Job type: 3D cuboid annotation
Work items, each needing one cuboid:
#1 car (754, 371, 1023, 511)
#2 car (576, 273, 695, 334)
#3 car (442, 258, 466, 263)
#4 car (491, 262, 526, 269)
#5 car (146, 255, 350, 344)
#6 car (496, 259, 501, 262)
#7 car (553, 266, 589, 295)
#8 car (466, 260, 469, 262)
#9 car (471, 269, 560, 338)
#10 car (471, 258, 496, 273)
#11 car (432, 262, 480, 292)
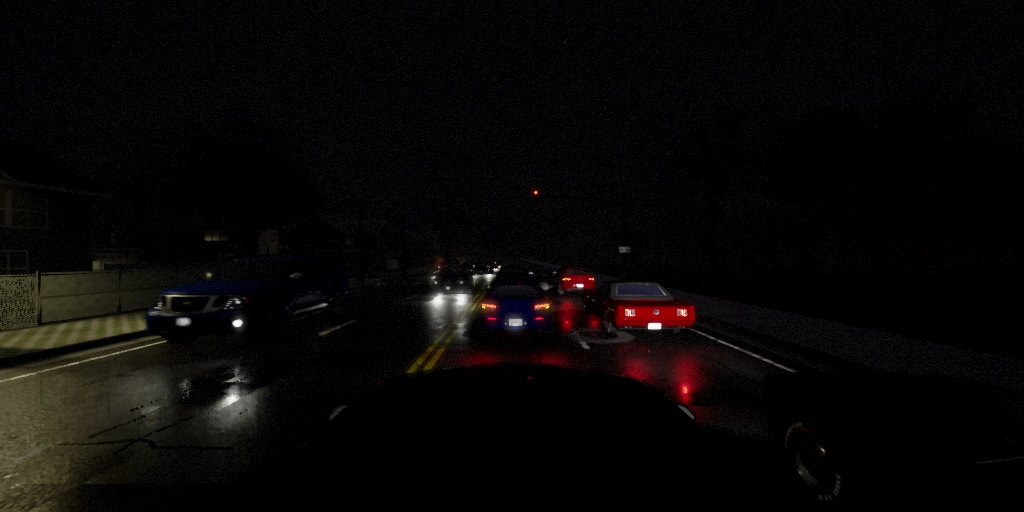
[{"bbox_3d":[3.348,1.351,1.414,1.895,1.301,4.718,0,0,0],"label":"car"},{"bbox_3d":[3.342,1.351,10.582,1.895,1.301,4.718,0,0,0],"label":"car"},{"bbox_3d":[-6.573,1.098,38.176,2.097,1.767,4.553,0,0,0],"label":"car"},{"bbox_3d":[0.071,1.255,19.364,1.837,1.490,4.892,0,0,0],"label":"car"},{"bbox_3d":[-6.595,0.973,9.964,2.150,2.045,5.566,0,0,0],"label":"car"},{"bbox_3d":[-3.294,1.083,56.272,2.097,1.767,4.553,0,0,0],"label":"car"},{"bbox_3d":[3.323,1.276,19.690,1.812,1.442,4.674,0,0,0],"label":"car"},{"bbox_3d":[-6.552,1.280,54.608,2.033,1.411,5.357,0,0,0],"label":"car"},{"bbox_3d":[0.089,1.276,10.102,1.812,1.442,4.674,0,0,0],"label":"car"},{"bbox_3d":[-3.319,1.097,40.576,2.097,1.767,4.553,0,0,0],"label":"car"},{"bbox_3d":[-3.336,1.297,21.351,2.033,1.411,5.357,0,0,0],"label":"car"}]
